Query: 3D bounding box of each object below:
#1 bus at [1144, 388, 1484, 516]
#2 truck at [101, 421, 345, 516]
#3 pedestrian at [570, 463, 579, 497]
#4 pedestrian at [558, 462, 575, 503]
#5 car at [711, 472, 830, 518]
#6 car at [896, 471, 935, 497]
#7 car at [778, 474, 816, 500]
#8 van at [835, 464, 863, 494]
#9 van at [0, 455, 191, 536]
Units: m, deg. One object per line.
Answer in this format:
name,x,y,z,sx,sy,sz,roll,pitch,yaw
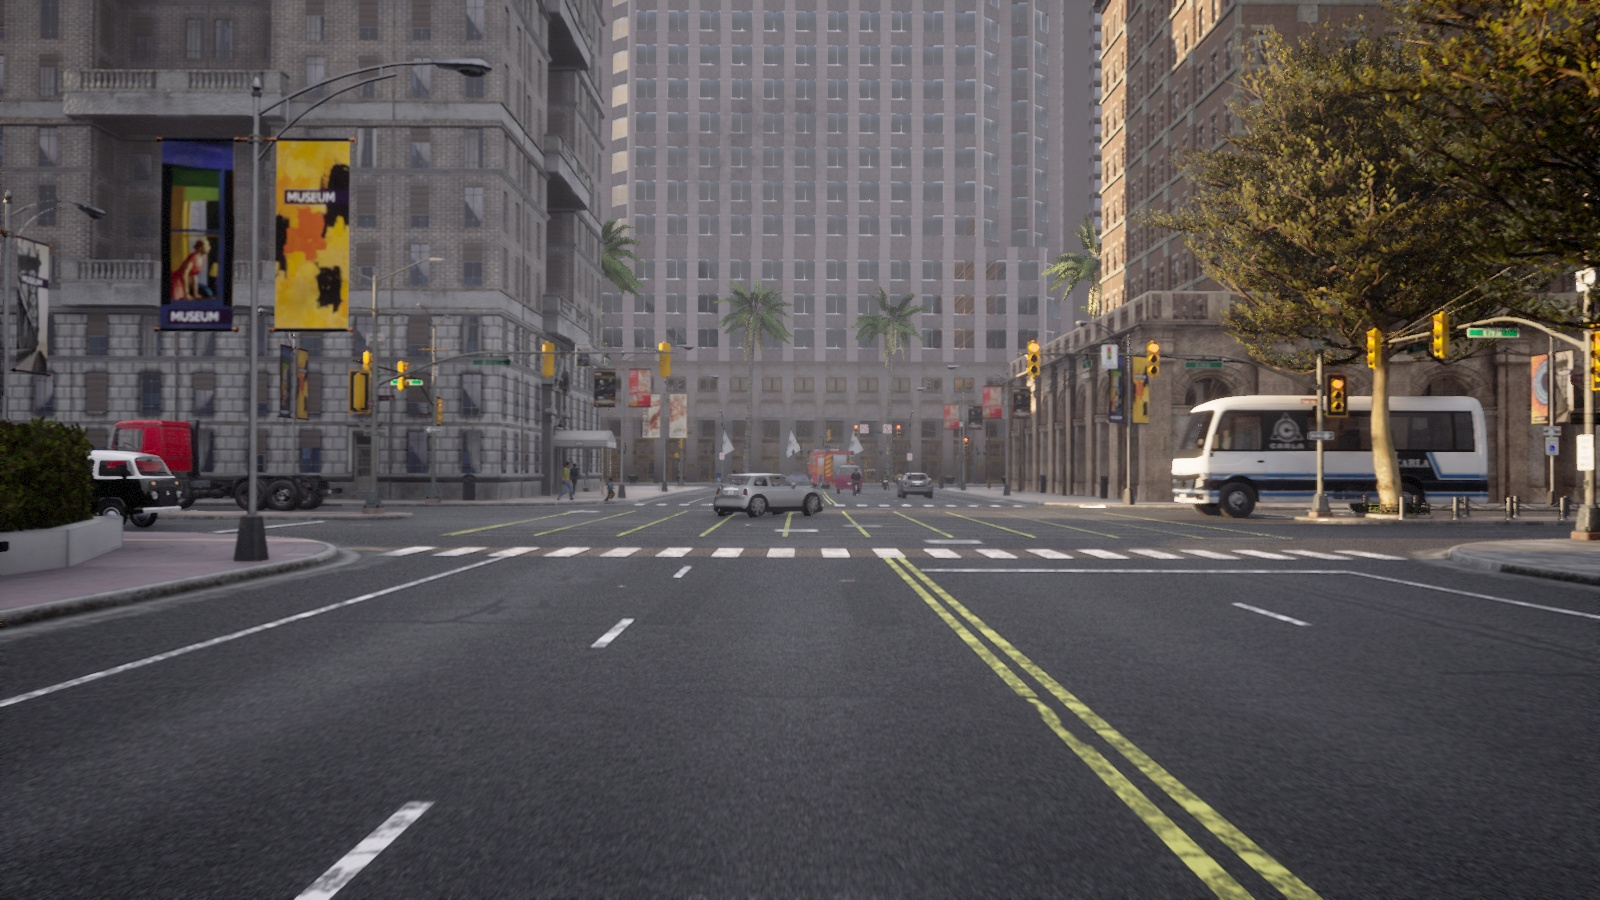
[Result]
bus,17.751,0.104,44.057,10.273,4.253,3.944,0,-1,0
truck,-21.759,0.717,47.698,7.936,3.462,2.891,0,-1,0
pedestrian,-12.841,1.719,71.521,0.423,1.949,0.788,0,-1,-4
pedestrian,-10.666,1.474,57.408,0.706,1.836,0.354,0,-1,-23
car,-0.980,1.507,43.210,1.970,1.475,3.806,-1,-1,45
car,6.816,2.002,74.656,1.970,1.475,3.806,0,-1,0
car,-0.175,2.031,69.833,2.033,1.411,5.357,0,-1,0
van,3.399,2.020,87.612,1.775,1.987,4.442,0,-1,0
van,-18.609,1.160,32.713,4.480,2.038,2.069,0,-1,0
